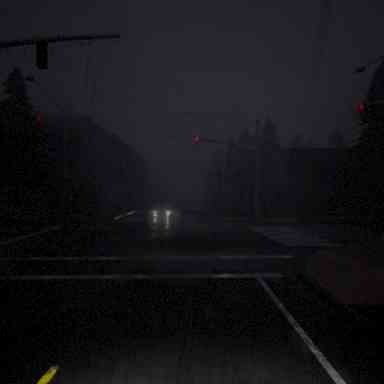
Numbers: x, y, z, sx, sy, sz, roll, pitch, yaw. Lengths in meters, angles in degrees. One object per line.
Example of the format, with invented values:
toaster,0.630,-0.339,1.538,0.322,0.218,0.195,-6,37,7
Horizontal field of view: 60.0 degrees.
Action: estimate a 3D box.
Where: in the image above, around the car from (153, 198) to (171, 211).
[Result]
car,-3.538,1.462,40.319,1.837,1.490,4.892,0,0,0
